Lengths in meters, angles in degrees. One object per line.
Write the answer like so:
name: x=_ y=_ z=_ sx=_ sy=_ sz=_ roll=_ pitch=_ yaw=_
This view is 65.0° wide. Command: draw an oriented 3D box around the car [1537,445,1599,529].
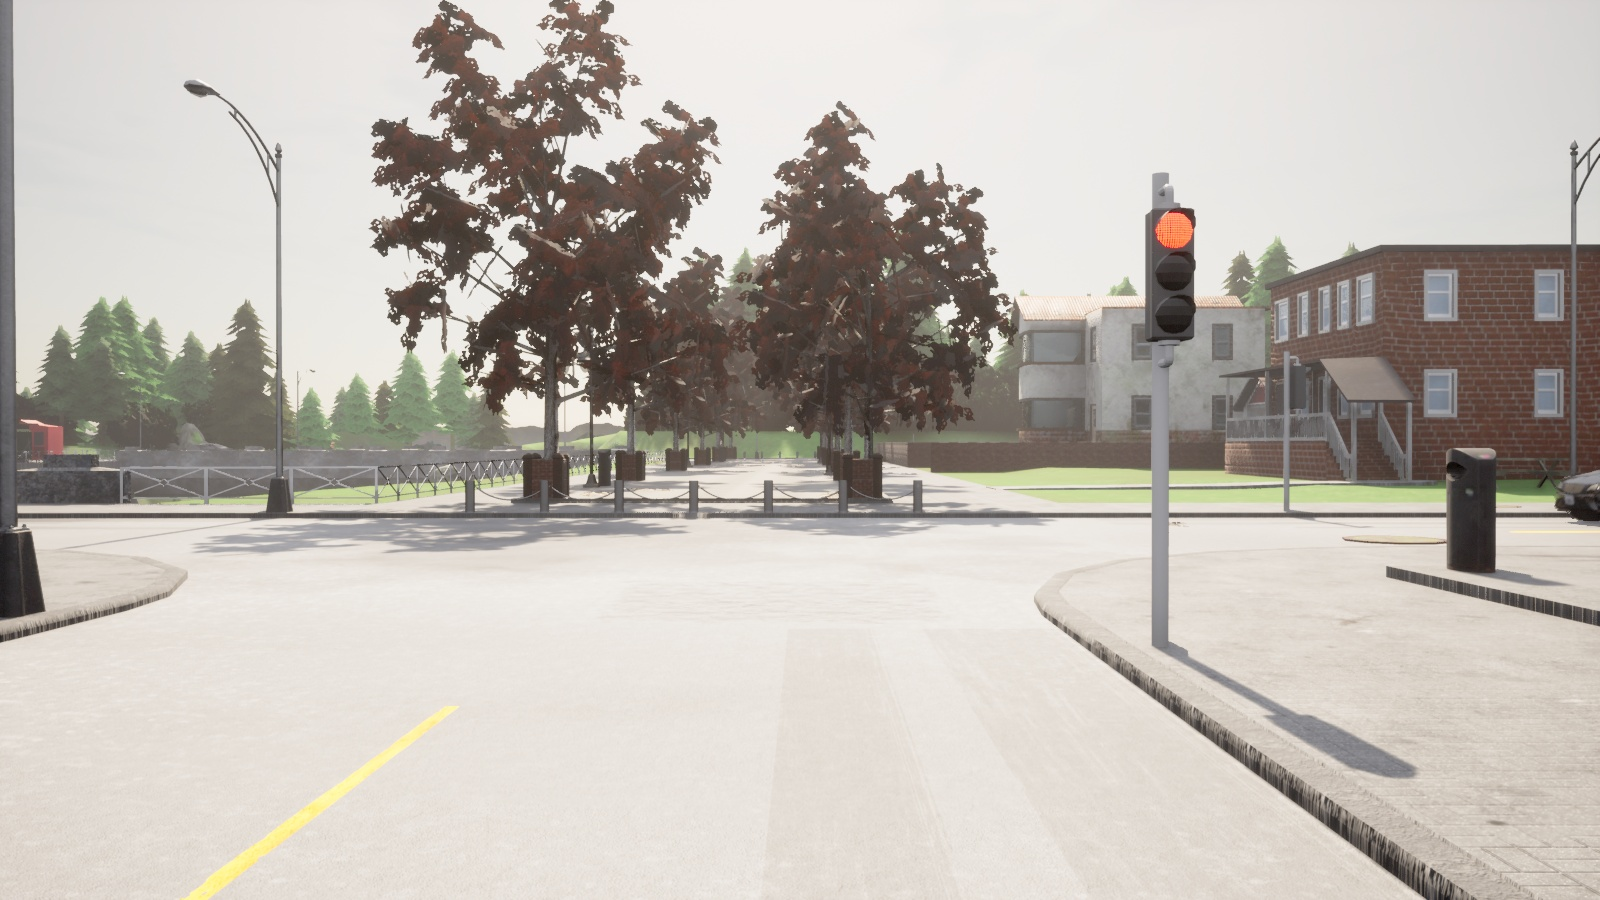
car: x=15.990 y=0.645 z=22.724 sx=4.193 sy=1.474 sz=1.816 roll=0 pitch=0 yaw=2
